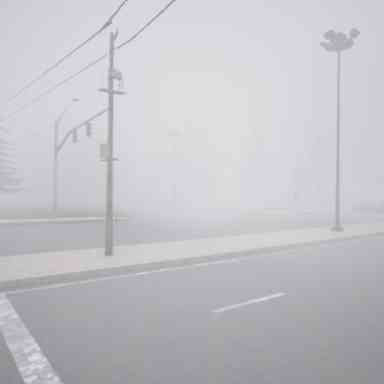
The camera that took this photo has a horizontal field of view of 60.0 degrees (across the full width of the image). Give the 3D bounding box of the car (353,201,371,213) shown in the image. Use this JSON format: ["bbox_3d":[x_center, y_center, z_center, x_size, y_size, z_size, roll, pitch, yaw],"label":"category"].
[{"bbox_3d":[23.833,2.053,45.224,5.008,1.535,1.882,1,0,-35],"label":"car"}]

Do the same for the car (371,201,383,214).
[{"bbox_3d":[25.511,1.796,42.132,5.566,2.045,2.150,1,-1,-36],"label":"car"}]
